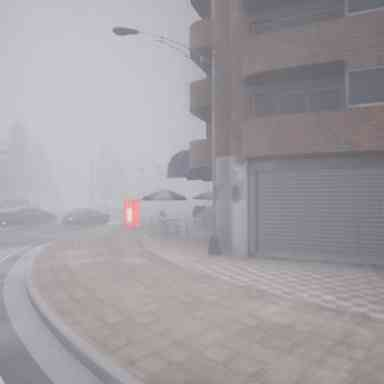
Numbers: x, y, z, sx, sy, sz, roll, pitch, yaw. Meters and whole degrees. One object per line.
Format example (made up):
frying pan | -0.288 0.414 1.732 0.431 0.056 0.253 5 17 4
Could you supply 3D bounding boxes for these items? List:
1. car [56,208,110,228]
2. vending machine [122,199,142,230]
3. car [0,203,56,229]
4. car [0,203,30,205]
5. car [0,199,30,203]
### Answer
car | -8.132 1.931 25.851 1.994 1.385 4.181 0 -1 16
vending machine | -4.195 1.524 23.294 1.100 2.100 0.880 0 -1 13
car | -12.051 1.858 24.631 1.837 1.490 4.892 -1 -1 12
car | -15.009 1.928 27.980 1.812 1.442 4.674 0 -1 17
car | -17.658 1.672 31.331 2.150 2.045 5.566 -1 -1 18
